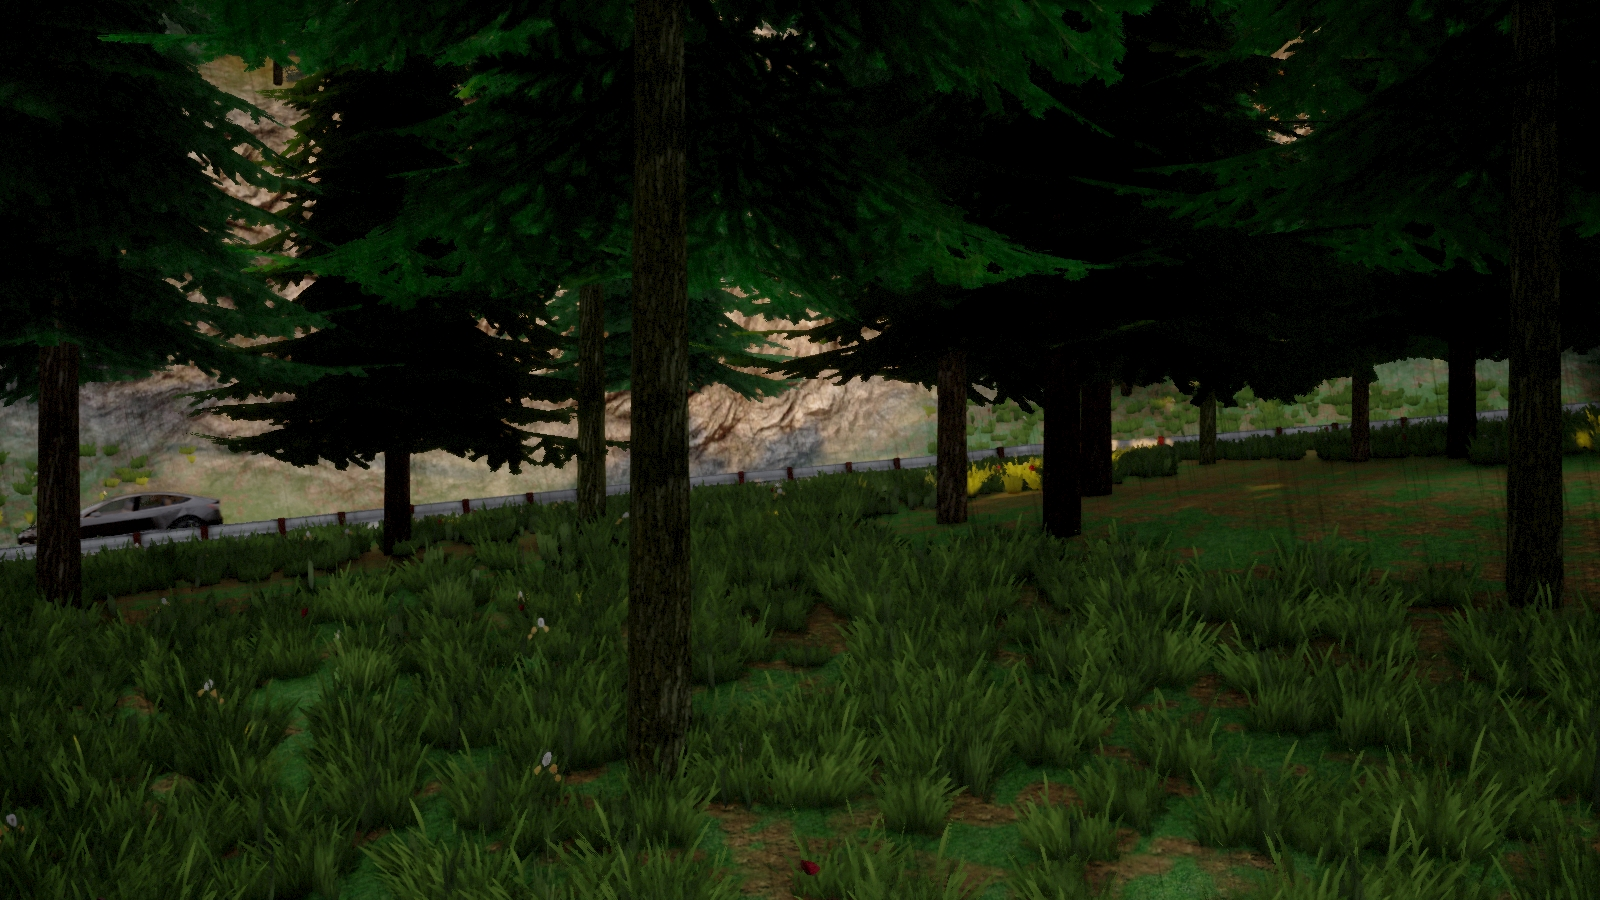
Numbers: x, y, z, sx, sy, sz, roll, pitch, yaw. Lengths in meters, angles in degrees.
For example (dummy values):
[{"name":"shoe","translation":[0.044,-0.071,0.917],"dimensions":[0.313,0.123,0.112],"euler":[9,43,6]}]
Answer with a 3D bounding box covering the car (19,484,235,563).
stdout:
[{"name":"car","translation":[-18.161,1.914,30.898],"dimensions":[4.792,1.488,2.163],"euler":[-5,3,-34]}]
